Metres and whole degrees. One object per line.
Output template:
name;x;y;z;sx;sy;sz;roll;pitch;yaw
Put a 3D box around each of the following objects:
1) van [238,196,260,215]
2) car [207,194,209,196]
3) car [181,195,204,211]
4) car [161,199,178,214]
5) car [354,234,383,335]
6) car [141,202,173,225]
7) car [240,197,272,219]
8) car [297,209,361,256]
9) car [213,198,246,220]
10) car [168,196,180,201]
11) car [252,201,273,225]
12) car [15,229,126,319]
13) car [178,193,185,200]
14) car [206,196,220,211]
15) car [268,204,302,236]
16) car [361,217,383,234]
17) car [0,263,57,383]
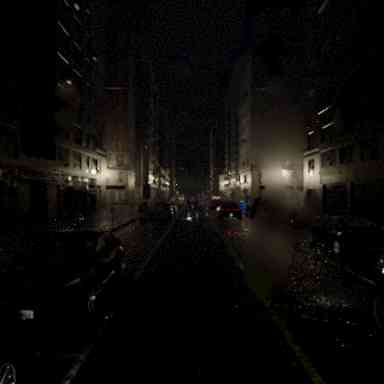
van;5.947;1.392;35.048;1.690;1.788;3.998;0;0;0
car;5.560;1.727;90.246;1.802;1.307;4.206;0;0;-1
car;0.107;1.537;42.252;2.128;1.511;4.902;0;0;0
car;-2.594;1.590;29.540;1.947;1.339;4.313;0;0;0
car;3.905;1.540;3.720;1.812;1.442;4.674;0;0;0
car;-2.609;1.601;24.015;1.802;1.307;4.206;0;0;0
car;5.933;1.360;29.524;2.192;1.841;5.009;0;0;0
car;5.888;1.578;12.953;2.008;1.369;4.403;0;0;0
car;3.113;1.543;28.511;1.837;1.490;4.892;0;0;1
car;-2.579;1.470;35.065;1.967;1.590;4.097;0;0;0
car;5.917;1.605;24.000;1.947;1.339;4.313;0;0;0
car;-2.653;1.567;7.440;1.947;1.339;4.313;0;0;0
car;-2.964;1.564;90.090;1.967;1.590;4.097;0;0;-1
car;3.082;1.576;41.690;1.812;1.442;4.674;0;0;-1
car;5.902;1.584;18.476;2.008;1.369;4.403;0;0;0
car;5.873;1.462;7.430;1.967;1.590;4.097;0;0;0
car;-2.668;1.562;1.915;1.947;1.339;4.313;0;0;0
